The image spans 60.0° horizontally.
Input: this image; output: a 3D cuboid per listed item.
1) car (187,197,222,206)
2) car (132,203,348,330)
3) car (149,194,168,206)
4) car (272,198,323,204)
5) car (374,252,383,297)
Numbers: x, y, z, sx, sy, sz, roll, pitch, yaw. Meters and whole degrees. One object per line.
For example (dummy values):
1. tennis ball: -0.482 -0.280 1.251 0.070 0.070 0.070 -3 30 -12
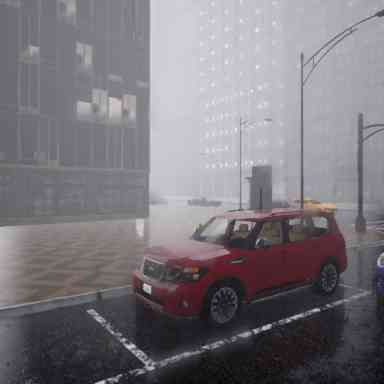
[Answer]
1. car: 1.475 1.218 39.913 1.895 1.301 4.718 0 1 -37
2. car: 1.290 1.315 7.095 5.009 1.841 2.192 0 0 -35
3. car: -4.917 1.023 43.097 2.128 1.511 4.902 0 1 -36
4. car: 7.294 1.333 26.598 2.033 1.411 5.357 0 1 -37
5. car: 5.921 1.352 7.181 4.553 1.767 2.097 0 0 -35
